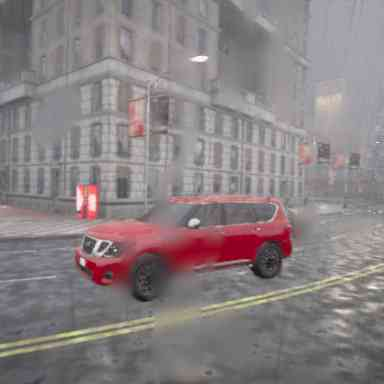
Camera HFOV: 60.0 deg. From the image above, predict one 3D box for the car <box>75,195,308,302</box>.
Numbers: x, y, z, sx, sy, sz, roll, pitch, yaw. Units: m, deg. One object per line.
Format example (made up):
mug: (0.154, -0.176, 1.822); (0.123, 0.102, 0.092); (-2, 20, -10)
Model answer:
car: (0.102, 1.096, 8.250); (5.566, 2.045, 2.150); (1, 1, -34)

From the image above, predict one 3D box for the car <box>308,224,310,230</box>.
car: (3.403, 1.411, 15.281); (5.357, 1.411, 2.033); (1, 1, -43)
